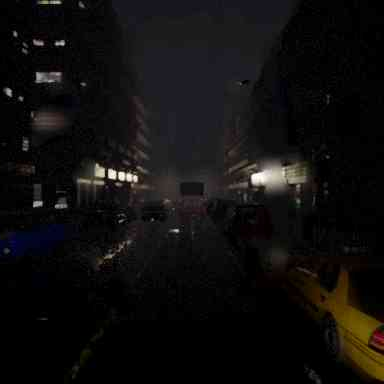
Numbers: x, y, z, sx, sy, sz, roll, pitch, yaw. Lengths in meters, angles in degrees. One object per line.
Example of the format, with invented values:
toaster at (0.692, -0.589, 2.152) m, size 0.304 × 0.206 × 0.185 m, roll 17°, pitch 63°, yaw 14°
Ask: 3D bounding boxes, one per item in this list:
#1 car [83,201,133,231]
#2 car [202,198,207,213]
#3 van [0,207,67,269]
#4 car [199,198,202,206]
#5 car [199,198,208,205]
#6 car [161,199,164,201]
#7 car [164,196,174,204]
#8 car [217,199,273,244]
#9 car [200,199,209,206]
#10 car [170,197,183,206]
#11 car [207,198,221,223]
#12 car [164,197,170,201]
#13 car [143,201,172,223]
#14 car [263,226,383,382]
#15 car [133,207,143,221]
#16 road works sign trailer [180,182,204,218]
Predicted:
car at (-5.692, 1.519, 22.406) m, size 2.192 × 1.841 × 5.009 m, roll -1°, pitch -1°, yaw 0°
car at (2.680, 1.672, 39.183) m, size 2.192 × 1.841 × 5.009 m, roll -1°, pitch -1°, yaw 0°
van at (-5.670, 1.444, 11.202) m, size 1.690 × 1.788 × 3.998 m, roll -1°, pitch -1°, yaw 0°
car at (2.685, 2.139, 67.360) m, size 1.752 × 1.417 × 4.829 m, roll -1°, pitch -1°, yaw 0°
car at (2.684, 2.155, 78.394) m, size 1.967 × 1.590 × 4.097 m, roll -1°, pitch -1°, yaw 0°
car at (-5.696, 2.041, 50.413) m, size 1.802 × 1.307 × 4.206 m, roll -1°, pitch -1°, yaw 0°
car at (-5.697, 2.082, 84.027) m, size 2.192 × 1.841 × 5.009 m, roll -1°, pitch -1°, yaw 0°
car at (2.678, 1.468, 16.775) m, size 2.192 × 1.841 × 5.009 m, roll -1°, pitch -1°, yaw 0°
car at (2.685, 2.229, 72.791) m, size 1.947 × 1.339 × 4.313 m, roll -1°, pitch -1°, yaw 0°
car at (-2.995, 2.156, 69.832) m, size 1.812 × 1.442 × 4.674 m, roll 0°, pitch -1°, yaw 0°
car at (2.678, 1.570, 27.979) m, size 2.192 × 1.841 × 5.009 m, roll -1°, pitch -1°, yaw 0°
car at (-5.696, 2.112, 61.617) m, size 2.008 × 1.369 × 4.403 m, roll -1°, pitch -1°, yaw 0°
car at (-3.099, 1.809, 28.734) m, size 2.033 × 1.411 × 5.357 m, roll 0°, pitch -1°, yaw 0°
car at (2.680, 1.579, 5.740) m, size 1.752 × 1.417 × 4.829 m, roll -1°, pitch -1°, yaw 0°
car at (-5.706, 1.806, 28.006) m, size 2.008 × 1.369 × 4.403 m, roll -1°, pitch -1°, yaw 0°
road works sign trailer at (0.006, 0.772, 33.836) m, size 2.380 × 3.560 × 2.880 m, roll 0°, pitch -1°, yaw 1°
